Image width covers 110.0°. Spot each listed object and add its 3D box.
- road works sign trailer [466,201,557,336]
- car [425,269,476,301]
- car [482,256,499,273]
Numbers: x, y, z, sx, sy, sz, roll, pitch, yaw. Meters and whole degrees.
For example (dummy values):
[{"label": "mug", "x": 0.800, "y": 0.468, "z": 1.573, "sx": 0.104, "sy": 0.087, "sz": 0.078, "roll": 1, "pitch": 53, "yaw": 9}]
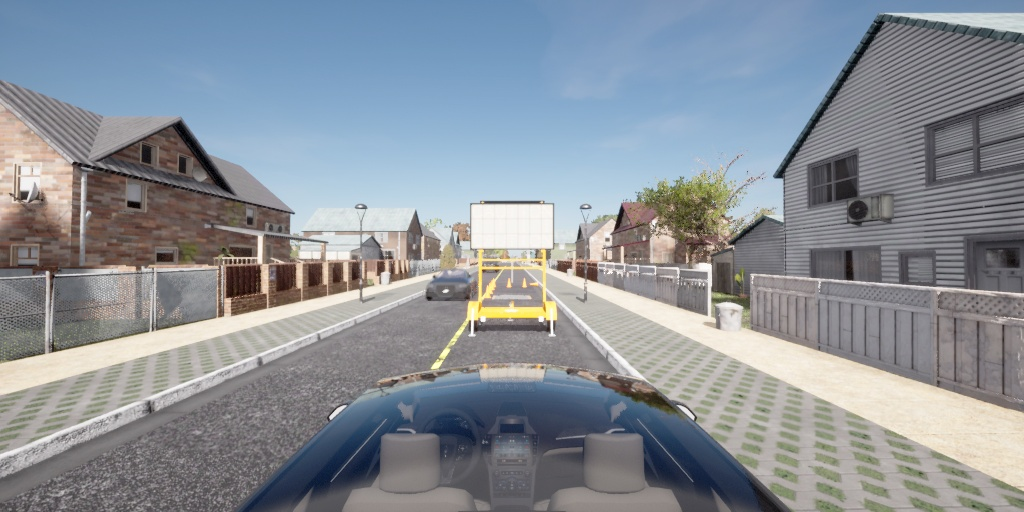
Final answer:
[{"label": "road works sign trailer", "x": 0.007, "y": 0.220, "z": 10.362, "sx": 2.380, "sy": 3.560, "sz": 2.880, "roll": 0, "pitch": 0, "yaw": 0}, {"label": "car", "x": -2.861, "y": 1.329, "z": 17.464, "sx": 1.994, "sy": 1.385, "sz": 4.181, "roll": 0, "pitch": 0, "yaw": 0}, {"label": "car", "x": -2.784, "y": 1.056, "z": 44.734, "sx": 2.150, "sy": 2.045, "sz": 5.566, "roll": 0, "pitch": 0, "yaw": 0}]
